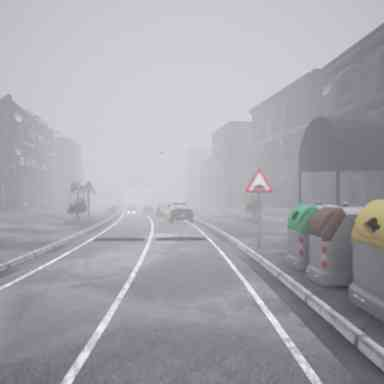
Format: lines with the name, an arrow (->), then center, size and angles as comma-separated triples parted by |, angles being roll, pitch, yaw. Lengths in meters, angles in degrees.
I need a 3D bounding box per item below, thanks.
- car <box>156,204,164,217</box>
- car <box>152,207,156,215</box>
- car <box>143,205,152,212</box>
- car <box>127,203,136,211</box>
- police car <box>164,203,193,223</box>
car -> -2.783, 2.091, 39.305 | 1.801, 1.575, 5.366 | 0, -2, -11
car -> -3.885, 2.349, 45.042 | 1.882, 1.535, 5.008 | 0, -3, -11
car -> -8.569, 3.173, 64.426 | 1.895, 1.301, 4.718 | 0, -1, -11
car -> -12.846, 3.207, 70.699 | 2.128, 1.511, 4.902 | 0, -1, -11
police car -> -1.099, 1.762, 29.245 | 1.930, 1.638, 5.238 | 0, -1, -8
